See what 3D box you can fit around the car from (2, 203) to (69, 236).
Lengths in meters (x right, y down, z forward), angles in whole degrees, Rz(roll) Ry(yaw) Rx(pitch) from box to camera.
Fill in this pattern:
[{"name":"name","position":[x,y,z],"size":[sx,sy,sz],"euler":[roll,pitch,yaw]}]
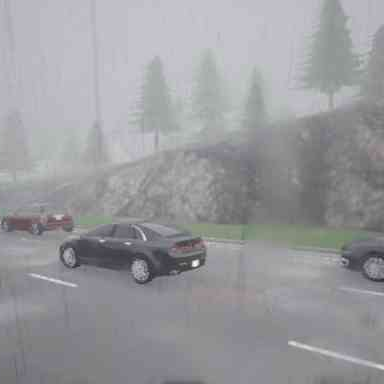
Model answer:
[{"name":"car","position":[-8.824,1.417,18.915],"size":[4.553,1.767,2.097],"euler":[0,0,36]}]

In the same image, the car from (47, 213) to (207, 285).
[{"name":"car","position":[-1.890,1.532,9.664],"size":[4.892,1.490,1.837],"euler":[0,0,35]}]

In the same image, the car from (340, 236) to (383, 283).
[{"name":"car","position":[6.291,1.510,8.156],"size":[4.892,1.490,1.837],"euler":[0,0,35]}]
